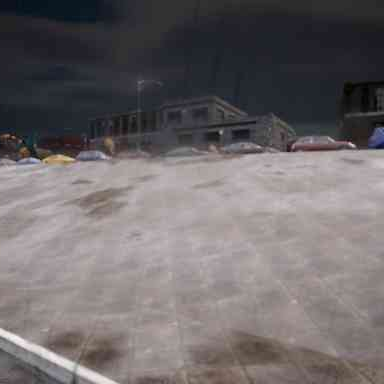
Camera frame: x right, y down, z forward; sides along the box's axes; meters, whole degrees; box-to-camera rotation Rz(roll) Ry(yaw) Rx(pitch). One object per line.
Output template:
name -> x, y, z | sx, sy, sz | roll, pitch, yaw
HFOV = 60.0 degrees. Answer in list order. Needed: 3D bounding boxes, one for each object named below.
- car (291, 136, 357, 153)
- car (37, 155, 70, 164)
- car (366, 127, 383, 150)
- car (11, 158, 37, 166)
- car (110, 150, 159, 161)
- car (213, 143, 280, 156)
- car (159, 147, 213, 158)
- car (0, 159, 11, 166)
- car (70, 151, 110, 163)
car -> 9.704, -3.299, 24.584 | 4.553, 1.767, 2.185 | 1, 0, 26
car -> -14.831, -3.431, 37.693 | 5.008, 1.535, 2.097 | 1, 0, 32
car -> 14.806, -3.335, 22.249 | 5.566, 2.045, 2.435 | 1, 1, 25
car -> -19.546, -3.438, 40.618 | 4.674, 1.452, 2.002 | 1, 0, 33
car -> -5.079, -3.306, 32.082 | 4.792, 1.488, 2.163 | 1, 0, 29
car -> 4.622, -3.240, 27.023 | 4.892, 1.521, 2.231 | 1, 0, 27
car -> -0.212, -3.249, 29.478 | 4.674, 1.452, 2.002 | 1, 0, 28
car -> -24.196, -3.519, 43.644 | 4.892, 1.521, 2.231 | 0, 0, 34
car -> -10.075, -3.509, 34.880 | 4.553, 1.767, 2.185 | 1, 0, 31
